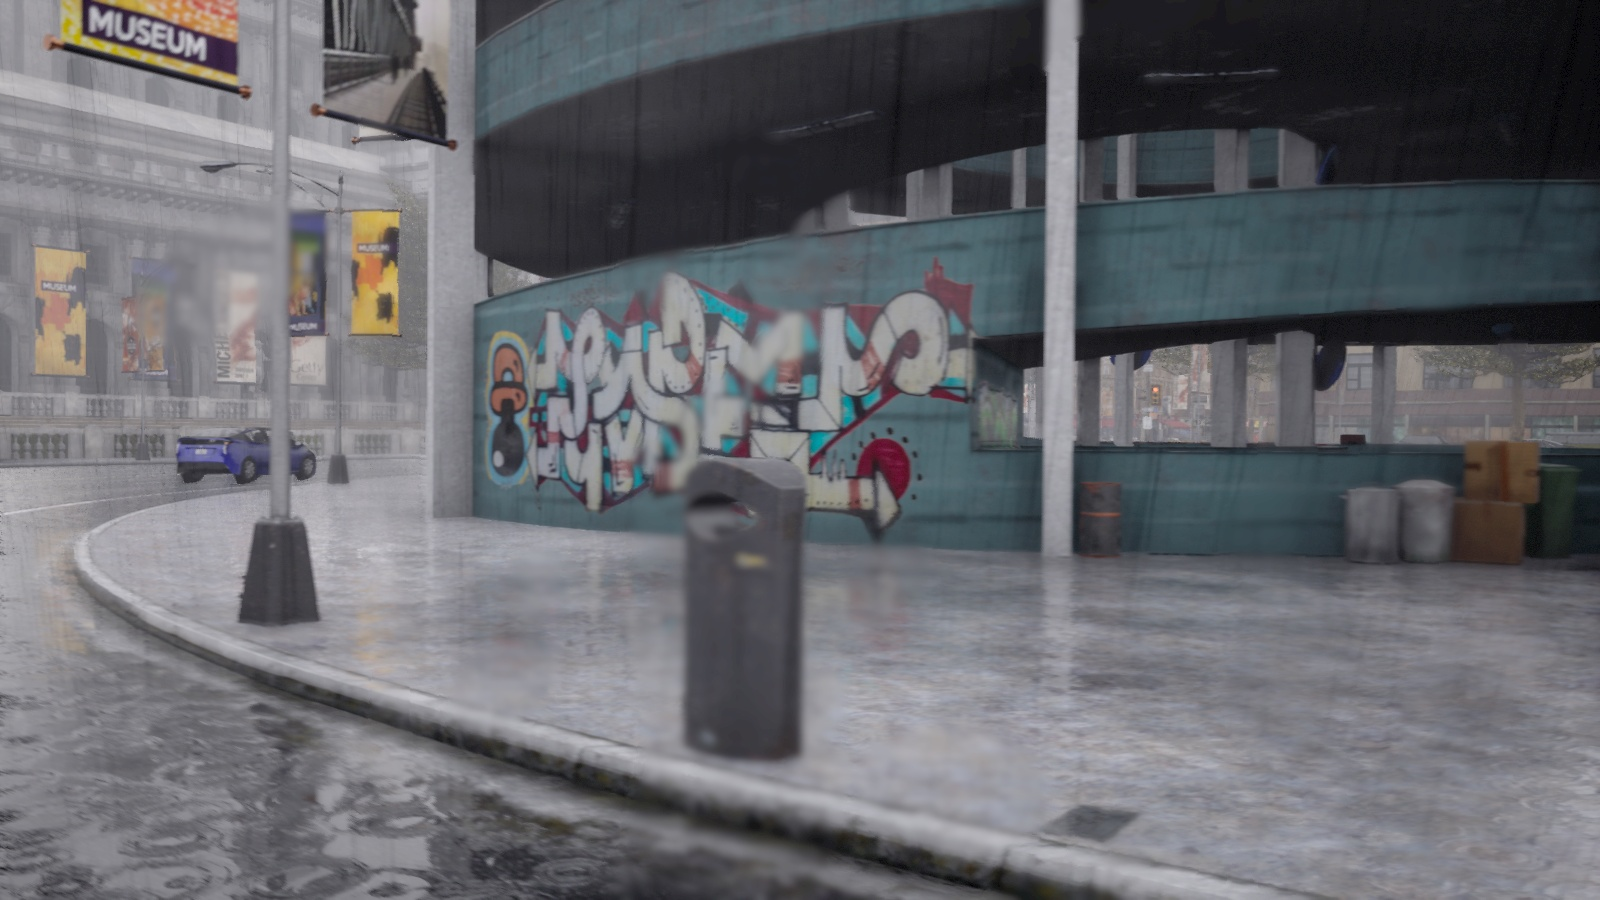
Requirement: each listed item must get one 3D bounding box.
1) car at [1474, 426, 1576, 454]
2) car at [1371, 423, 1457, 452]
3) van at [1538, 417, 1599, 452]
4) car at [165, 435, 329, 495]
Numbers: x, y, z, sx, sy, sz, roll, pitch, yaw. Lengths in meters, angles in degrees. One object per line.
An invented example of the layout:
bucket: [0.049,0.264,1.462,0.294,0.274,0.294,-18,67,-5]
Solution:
car: [40.927,-0.563,70.896,4.892,1.490,1.837,-1,0,33]
car: [37.699,-0.760,77.116,4.553,1.767,2.097,0,1,33]
van: [45.149,-0.868,72.324,4.442,1.987,1.775,0,1,33]
car: [-15.108,0.353,34.613,2.007,1.525,4.514,0,1,9]
